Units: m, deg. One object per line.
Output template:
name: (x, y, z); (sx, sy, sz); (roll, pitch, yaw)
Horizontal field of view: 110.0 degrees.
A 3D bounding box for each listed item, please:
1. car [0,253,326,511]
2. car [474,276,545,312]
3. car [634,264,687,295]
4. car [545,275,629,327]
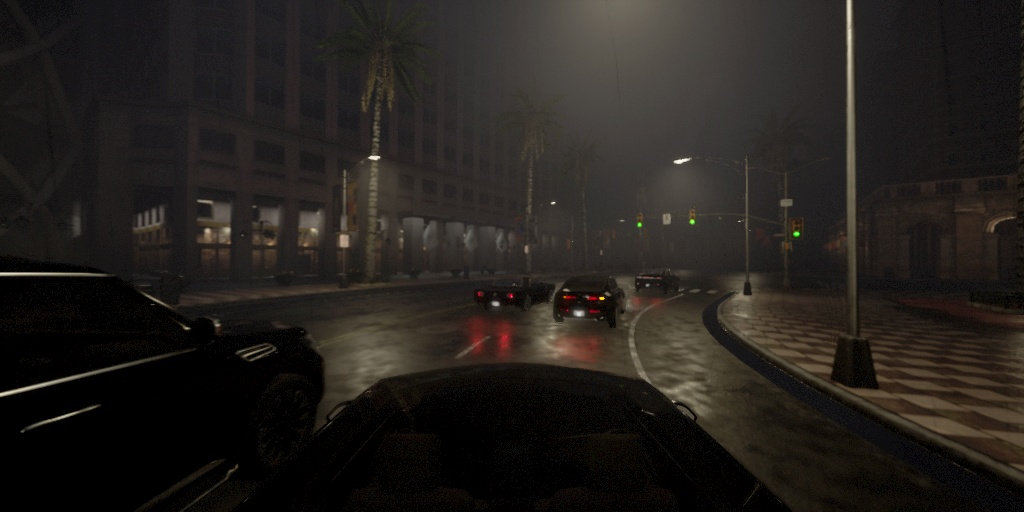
car: (-3.154, 0.958, 1.596); (2.150, 2.045, 5.566); (0, -1, 1)
car: (0.347, 1.495, 15.220); (1.895, 1.301, 4.718); (0, -1, 25)
car: (9.110, 1.487, 22.305); (2.128, 1.511, 4.902); (0, -1, 36)
car: (2.765, 1.376, 12.216); (1.837, 1.490, 4.892); (0, -1, 22)
